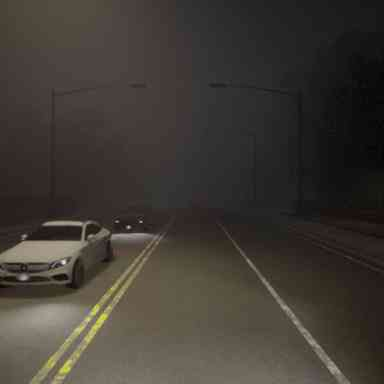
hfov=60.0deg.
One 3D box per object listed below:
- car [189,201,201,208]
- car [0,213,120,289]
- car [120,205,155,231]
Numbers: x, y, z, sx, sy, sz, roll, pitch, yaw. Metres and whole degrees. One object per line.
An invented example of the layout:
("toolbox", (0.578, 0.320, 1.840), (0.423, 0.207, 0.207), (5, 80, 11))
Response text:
("car", (0.475, 2.495, 57.323), (2.097, 1.767, 4.553), (0, -10, 0))
("car", (-3.522, 1.521, 9.298), (1.812, 1.442, 4.674), (0, 0, 0))
("car", (-3.436, 1.538, 20.856), (2.033, 1.411, 5.357), (0, 0, 1))
